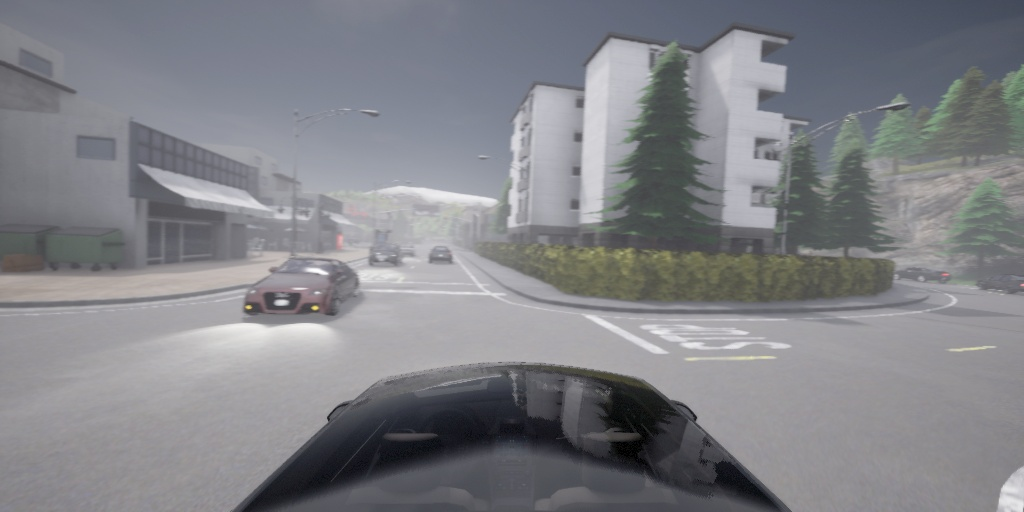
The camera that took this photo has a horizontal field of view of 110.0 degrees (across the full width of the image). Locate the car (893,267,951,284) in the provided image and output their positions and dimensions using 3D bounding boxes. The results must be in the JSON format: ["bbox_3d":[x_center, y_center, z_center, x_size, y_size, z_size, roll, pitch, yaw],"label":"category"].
[{"bbox_3d":[41.012,1.838,36.064,1.837,1.490,4.892,3,2,11],"label":"car"}]

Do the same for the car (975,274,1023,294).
[{"bbox_3d":[37.042,2.070,26.426,2.033,1.411,5.357,4,3,30],"label":"car"}]

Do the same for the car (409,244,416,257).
[{"bbox_3d":[-11.368,-0.641,38.253,1.895,1.301,4.718,2,2,-11],"label":"car"}]

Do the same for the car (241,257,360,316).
[{"bbox_3d":[-5.764,0.756,10.334,1.994,1.385,4.181,2,4,-11],"label":"car"}]

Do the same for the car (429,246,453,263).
[{"bbox_3d":[-6.138,-0.170,30.930,1.994,1.385,4.181,2,2,-11],"label":"car"}]

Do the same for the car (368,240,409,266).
[{"bbox_3d":[-8.741,-0.138,25.149,2.128,1.511,4.902,2,2,-11],"label":"car"}]
